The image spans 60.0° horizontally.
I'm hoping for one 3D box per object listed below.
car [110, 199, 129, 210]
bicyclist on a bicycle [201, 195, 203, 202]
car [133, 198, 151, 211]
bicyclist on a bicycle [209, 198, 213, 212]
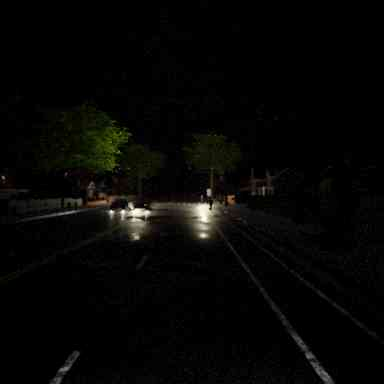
[{"bbox_3d":[-9.794,1.671,45.291,1.812,1.442,4.674,0,0,1],"label":"car"},{"bbox_3d":[2.249,1.607,75.800,0.659,1.776,1.843,0,0,0],"label":"bicyclist on a bicycle"},{"bbox_3d":[-6.553,1.620,44.142,1.882,1.535,5.008,0,-1,0],"label":"car"},{"bbox_3d":[2.250,1.580,39.492,0.582,1.620,1.656,0,0,0],"label":"bicyclist on a bicycle"}]
